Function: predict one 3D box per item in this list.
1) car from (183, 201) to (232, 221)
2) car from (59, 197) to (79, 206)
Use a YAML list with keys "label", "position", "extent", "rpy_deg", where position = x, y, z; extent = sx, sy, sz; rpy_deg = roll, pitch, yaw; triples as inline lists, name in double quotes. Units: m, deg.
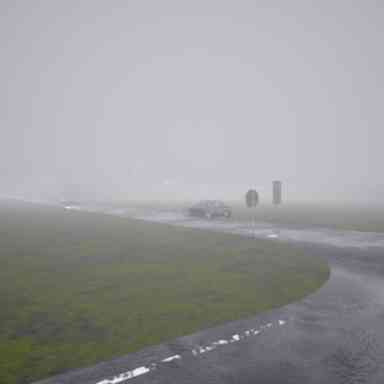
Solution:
- label: "car"
  position: [1.161, 1.448, 26.959]
  extent: [2.128, 1.511, 4.902]
  rpy_deg: [0, 0, -35]
- label: "car"
  position: [-18.551, 1.406, 50.119]
  extent: [1.994, 1.385, 4.181]
  rpy_deg: [0, 0, -35]
